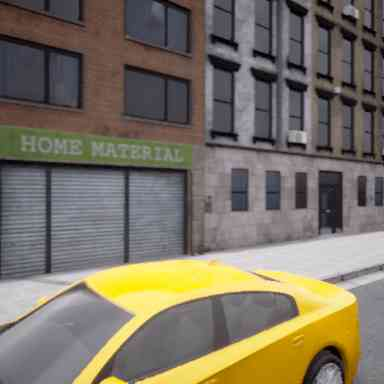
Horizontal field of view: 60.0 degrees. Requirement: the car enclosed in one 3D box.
[{"bbox_3d":[-0.439,1.478,3.066,5.008,1.535,1.882,0,0,-36],"label":"car"}]
